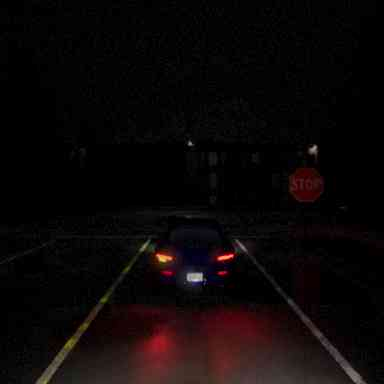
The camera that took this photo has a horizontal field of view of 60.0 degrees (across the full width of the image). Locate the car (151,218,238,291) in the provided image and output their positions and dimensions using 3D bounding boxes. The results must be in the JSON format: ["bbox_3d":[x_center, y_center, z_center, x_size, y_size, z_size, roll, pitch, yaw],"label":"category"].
[{"bbox_3d":[0.061,1.381,8.484,1.812,1.442,4.674,0,1,0],"label":"car"}]

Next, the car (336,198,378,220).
[{"bbox_3d":[12.829,1.141,22.730,5.357,1.411,2.033,0,1,5],"label":"car"}]
